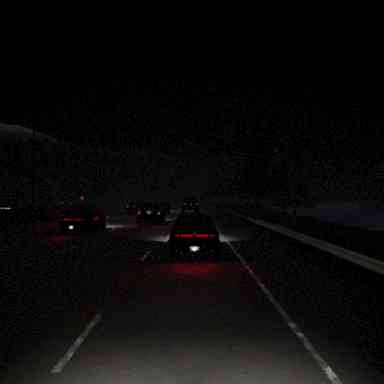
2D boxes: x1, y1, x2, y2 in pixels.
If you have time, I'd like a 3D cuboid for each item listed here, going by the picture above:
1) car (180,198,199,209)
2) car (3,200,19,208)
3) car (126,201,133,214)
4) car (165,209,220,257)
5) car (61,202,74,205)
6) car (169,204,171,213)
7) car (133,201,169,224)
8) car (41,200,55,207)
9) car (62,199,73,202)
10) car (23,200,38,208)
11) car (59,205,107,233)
[{"bbox_3d":[-0.318,1.773,44.555,2.150,2.045,5.566,0,-1,-4],"label":"car"},{"bbox_3d":[-35.274,2.332,64.780,2.128,1.511,4.902,0,-1,-14],"label":"car"},{"bbox_3d":[-7.313,1.892,43.367,2.097,1.767,4.553,0,-1,-4],"label":"car"},{"bbox_3d":[0.093,1.679,13.782,1.837,1.490,4.892,0,0,0],"label":"car"},{"bbox_3d":[-10.403,1.902,30.182,1.812,1.442,4.674,0,-1,0],"label":"car"},{"bbox_3d":[-3.943,2.056,45.499,2.128,1.511,4.902,0,-1,-4],"label":"car"},{"bbox_3d":[-3.397,1.706,28.344,2.097,1.767,4.553,0,-1,0],"label":"car"},{"bbox_3d":[-28.262,2.336,65.499,1.812,1.442,4.674,0,-1,-12],"label":"car"},{"bbox_3d":[-24.984,2.188,66.908,2.097,1.767,4.553,0,-1,-14],"label":"car"},{"bbox_3d":[-31.910,2.294,65.749,1.882,1.535,5.008,0,-1,-14],"label":"car"},{"bbox_3d":[-6.899,1.773,21.421,1.837,1.490,4.892,0,0,0],"label":"car"}]
